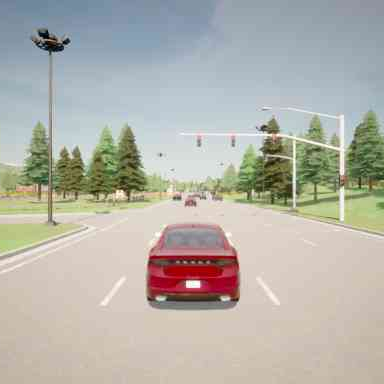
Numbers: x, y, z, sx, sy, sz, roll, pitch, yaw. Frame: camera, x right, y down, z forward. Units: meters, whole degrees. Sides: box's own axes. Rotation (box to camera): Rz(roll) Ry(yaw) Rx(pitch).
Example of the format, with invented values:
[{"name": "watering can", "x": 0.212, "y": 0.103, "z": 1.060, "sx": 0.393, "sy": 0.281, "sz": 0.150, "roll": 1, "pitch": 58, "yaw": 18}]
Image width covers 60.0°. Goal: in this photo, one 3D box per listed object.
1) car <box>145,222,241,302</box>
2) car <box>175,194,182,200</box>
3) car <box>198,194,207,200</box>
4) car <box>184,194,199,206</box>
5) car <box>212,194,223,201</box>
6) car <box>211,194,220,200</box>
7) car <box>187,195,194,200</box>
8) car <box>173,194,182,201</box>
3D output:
[{"name": "car", "x": 0.031, "y": 1.478, "z": 8.353, "sx": 1.882, "sy": 1.535, "sz": 5.008, "roll": 0, "pitch": 0, "yaw": 0}, {"name": "car", "x": -3.859, "y": 1.309, "z": 93.974, "sx": 1.882, "sy": 1.535, "sz": 5.008, "roll": 0, "pitch": 0, "yaw": 0}, {"name": "car", "x": 3.139, "y": 1.523, "z": 94.414, "sx": 1.812, "sy": 1.442, "sz": 4.674, "roll": 0, "pitch": 0, "yaw": 0}, {"name": "car", "x": -0.201, "y": 1.525, "z": 52.955, "sx": 1.812, "sy": 1.442, "sz": 4.674, "roll": 0, "pitch": 0, "yaw": 0}, {"name": "car", "x": 6.681, "y": 1.516, "z": 83.595, "sx": 2.128, "sy": 1.511, "sz": 4.902, "roll": 0, "pitch": 0, "yaw": 0}, {"name": "car", "x": 6.641, "y": 1.371, "z": 94.014, "sx": 2.033, "sy": 1.411, "sz": 5.357, "roll": 0, "pitch": 0, "yaw": 0}, {"name": "car", "x": -0.359, "y": 1.427, "z": 94.018, "sx": 1.895, "sy": 1.301, "sz": 4.718, "roll": 0, "pitch": 0, "yaw": 0}, {"name": "car", "x": -3.819, "y": 1.469, "z": 83.554, "sx": 1.882, "sy": 1.535, "sz": 5.008, "roll": 0, "pitch": 0, "yaw": 0}]
